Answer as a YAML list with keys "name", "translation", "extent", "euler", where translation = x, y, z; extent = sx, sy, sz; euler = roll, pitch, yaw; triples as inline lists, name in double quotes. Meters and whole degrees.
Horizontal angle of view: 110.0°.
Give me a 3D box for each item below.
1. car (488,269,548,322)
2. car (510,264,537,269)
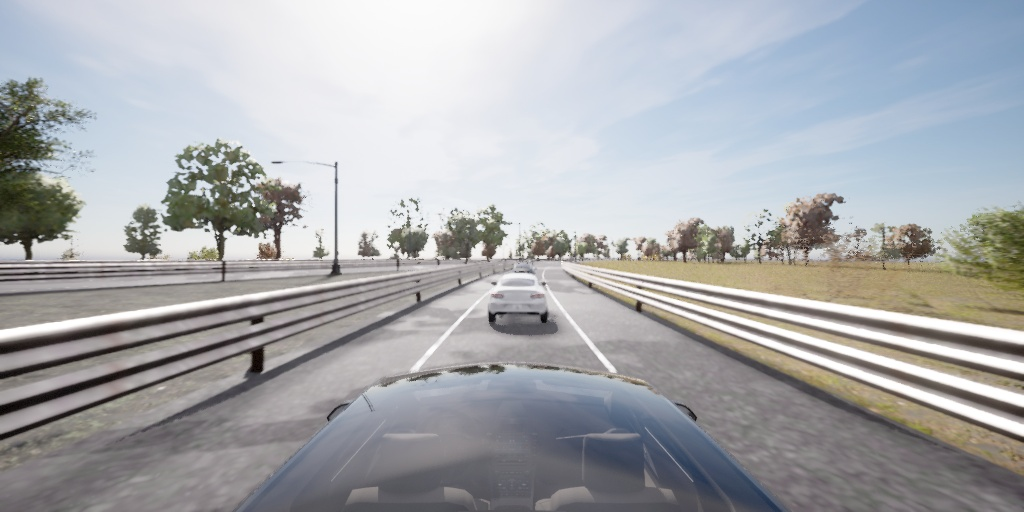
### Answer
- name: "car"
  translation: [0.231, 1.309, 12.389]
  extent: [1.812, 1.442, 4.674]
  euler: [0, -1, 2]
- name: "car"
  translation: [0.883, 1.333, 27.713]
  extent: [1.837, 1.490, 4.892]
  euler: [0, 0, 4]
